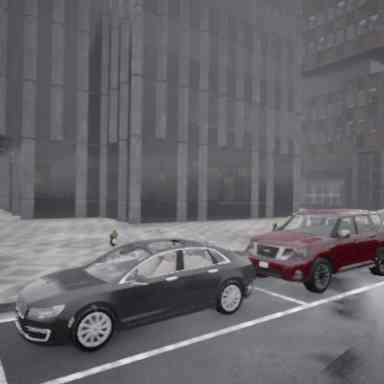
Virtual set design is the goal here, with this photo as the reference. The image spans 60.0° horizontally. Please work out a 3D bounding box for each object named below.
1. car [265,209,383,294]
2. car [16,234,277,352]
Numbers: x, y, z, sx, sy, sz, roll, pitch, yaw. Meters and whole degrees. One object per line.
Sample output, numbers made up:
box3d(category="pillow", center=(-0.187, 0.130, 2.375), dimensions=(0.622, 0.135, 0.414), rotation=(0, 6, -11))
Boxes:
box3d(category="car", center=(3.753, 1.427, 9.322), dimensions=(5.009, 1.841, 2.192), rotation=(1, 0, -35))
box3d(category="car", center=(-0.748, 1.589, 6.112), dimensions=(4.403, 1.369, 2.008), rotation=(1, 0, -35))
